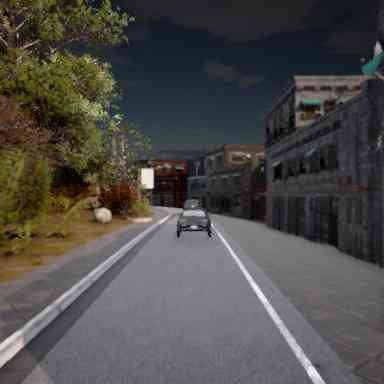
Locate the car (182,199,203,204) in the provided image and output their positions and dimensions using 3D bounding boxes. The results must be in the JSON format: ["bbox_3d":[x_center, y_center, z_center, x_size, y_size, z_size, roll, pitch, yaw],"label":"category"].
[{"bbox_3d":[0.066,1.788,37.789,2.150,2.045,5.566,0,-2,-1],"label":"car"}]

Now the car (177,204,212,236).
[{"bbox_3d":[0.111,1.601,18.696,1.812,1.442,4.674,0,-1,0],"label":"car"}]
